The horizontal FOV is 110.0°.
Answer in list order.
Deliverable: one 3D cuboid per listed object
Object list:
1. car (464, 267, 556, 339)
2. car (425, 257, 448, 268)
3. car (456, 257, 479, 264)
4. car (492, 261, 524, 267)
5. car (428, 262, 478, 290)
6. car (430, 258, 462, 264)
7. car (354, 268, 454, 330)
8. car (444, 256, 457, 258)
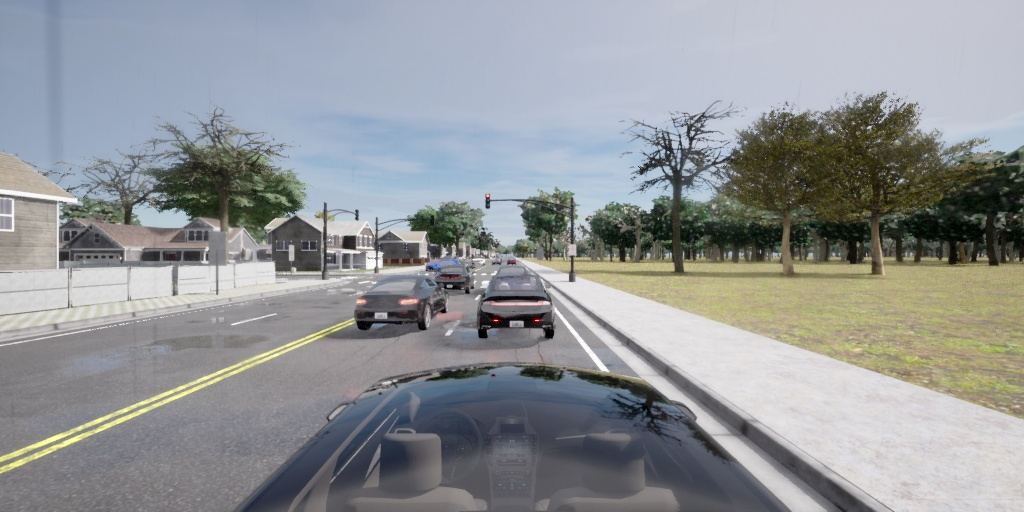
[{"bbox_3d":[0.095,1.241,10.084,2.128,1.511,4.902,0,0,0],"label":"car"},{"bbox_3d":[-9.873,1.217,46.808,1.882,1.535,5.008,0,0,1],"label":"car"},{"bbox_3d":[-6.637,1.226,53.658,2.128,1.511,4.902,0,0,0],"label":"car"},{"bbox_3d":[0.030,1.227,19.540,1.882,1.535,5.008,0,0,0],"label":"car"},{"bbox_3d":[-3.153,1.254,20.208,1.837,1.490,4.892,0,0,-1],"label":"car"},{"bbox_3d":[-6.631,1.224,36.574,1.882,1.535,5.008,0,0,0],"label":"car"},{"bbox_3d":[-3.154,1.275,10.949,1.812,1.442,4.674,0,0,0],"label":"car"},{"bbox_3d":[-9.882,0.953,57.181,2.150,2.045,5.566,0,0,0],"label":"car"}]
